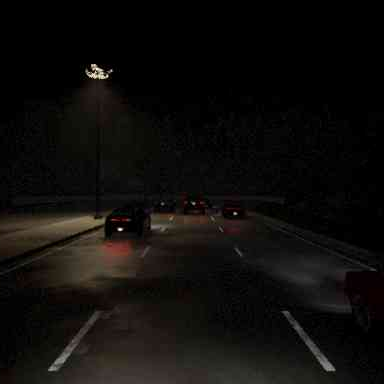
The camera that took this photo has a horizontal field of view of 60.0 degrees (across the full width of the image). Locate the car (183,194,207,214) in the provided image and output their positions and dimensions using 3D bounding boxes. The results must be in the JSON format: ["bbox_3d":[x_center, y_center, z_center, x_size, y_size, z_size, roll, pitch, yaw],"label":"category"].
[{"bbox_3d":[0.275,1.221,34.770,2.150,2.045,5.566,0,0,2],"label":"car"}]

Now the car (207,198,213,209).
[{"bbox_3d":[1.614,1.492,44.549,2.128,1.511,4.902,0,0,12],"label":"car"}]

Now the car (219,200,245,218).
[{"bbox_3d":[3.639,1.507,30.204,1.837,1.490,4.892,0,1,1],"label":"car"}]

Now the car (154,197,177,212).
[{"bbox_3d":[-3.002,1.352,38.194,2.097,1.767,4.553,0,0,4],"label":"car"}]

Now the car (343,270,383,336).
[{"bbox_3d":[3.600,1.600,3.776,1.895,1.301,4.718,0,0,0],"label":"car"}]

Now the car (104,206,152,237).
[{"bbox_3d":[-3.401,1.505,18.169,1.837,1.490,4.892,0,0,0],"label":"car"}]
